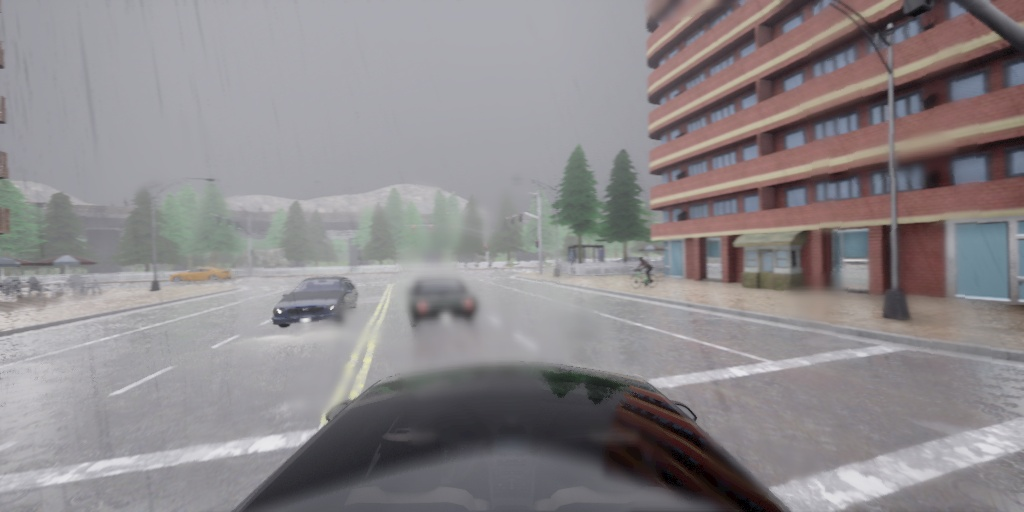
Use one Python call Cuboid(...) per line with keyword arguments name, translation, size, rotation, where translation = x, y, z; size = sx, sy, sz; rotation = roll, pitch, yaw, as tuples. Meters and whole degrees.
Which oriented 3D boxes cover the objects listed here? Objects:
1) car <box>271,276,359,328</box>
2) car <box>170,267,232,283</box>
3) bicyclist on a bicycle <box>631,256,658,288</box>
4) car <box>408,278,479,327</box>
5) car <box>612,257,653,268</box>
Cuboid(name="car", translation=(-6.608, 1.444, 12.680), size=(2.033, 1.411, 5.357), rotation=(-1, 0, -17))
Cuboid(name="car", translation=(-31.864, 1.913, 36.832), size=(5.008, 1.535, 1.882), rotation=(-2, 0, -15))
Cuboid(name="bicyclist on a bicycle", translation=(6.767, 0.845, 18.372), size=(1.656, 1.620, 0.582), rotation=(-2, 0, -17))
Cuboid(name="car", translation=(-2.482, 1.393, 11.955), size=(1.895, 1.301, 4.718), rotation=(-1, 0, -18))
Cuboid(name="car", translation=(14.740, 0.782, 43.585), size=(5.357, 1.411, 2.033), rotation=(-2, 0, -16))
